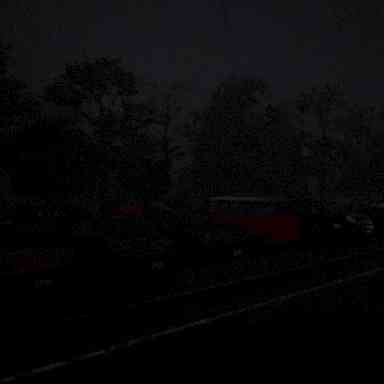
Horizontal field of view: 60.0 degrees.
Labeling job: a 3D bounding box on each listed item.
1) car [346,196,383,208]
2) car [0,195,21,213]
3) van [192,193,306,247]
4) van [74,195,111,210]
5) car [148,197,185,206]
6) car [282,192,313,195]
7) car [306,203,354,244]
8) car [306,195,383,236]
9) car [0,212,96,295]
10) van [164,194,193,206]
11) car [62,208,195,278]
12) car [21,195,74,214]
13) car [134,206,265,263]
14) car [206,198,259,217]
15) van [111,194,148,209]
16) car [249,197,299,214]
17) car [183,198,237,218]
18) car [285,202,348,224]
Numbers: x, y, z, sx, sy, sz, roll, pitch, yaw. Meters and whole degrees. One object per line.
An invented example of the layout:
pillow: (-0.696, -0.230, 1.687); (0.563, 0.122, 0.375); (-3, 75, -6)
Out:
car: (23.974, 1.309, 45.262); (2.097, 1.535, 5.008); (0, 0, -35)
car: (-12.024, 1.234, 19.634); (2.435, 2.045, 5.566); (-1, 0, -35)
van: (2.185, 1.186, 13.866); (1.878, 1.987, 4.442); (-1, 0, -35)
van: (-7.458, 1.209, 22.772); (1.878, 1.987, 4.442); (-1, 0, -35)
car: (-3.013, 1.384, 26.083); (2.097, 1.535, 5.008); (-1, 0, -35)
car: (10.511, 1.066, 35.729); (2.435, 2.045, 5.566); (0, 0, -35)
car: (4.500, 1.416, 15.405); (2.163, 1.488, 4.792); (-1, 0, -35)
car: (6.758, 1.238, 17.013); (2.185, 1.767, 4.553); (0, 0, -35)
car: (-4.516, 1.517, 8.922); (2.163, 1.488, 4.792); (-1, 0, -35)
van: (-0.678, 1.135, 27.604); (1.878, 1.987, 4.442); (0, 0, -36)
car: (-2.253, 1.492, 10.531); (2.163, 1.488, 4.792); (-1, 0, -35)
car: (-9.767, 1.209, 21.239); (2.435, 2.045, 5.566); (-1, 0, -35)
car: (0.009, 1.466, 12.140); (2.163, 1.488, 4.792); (-1, 0, -35)
car: (3.637, 1.359, 30.841); (2.163, 1.488, 4.792); (0, 0, -35)
van: (-5.336, 1.183, 24.567); (1.878, 1.987, 4.442); (-1, 0, -35)
car: (8.287, 1.348, 34.078); (2.163, 1.488, 4.792); (0, 0, -35)
car: (1.486, 1.371, 29.312); (2.163, 1.488, 4.792); (0, 0, -35)
car: (9.058, 1.449, 24.059); (4.718, 1.301, 1.895); (0, 0, -35)
